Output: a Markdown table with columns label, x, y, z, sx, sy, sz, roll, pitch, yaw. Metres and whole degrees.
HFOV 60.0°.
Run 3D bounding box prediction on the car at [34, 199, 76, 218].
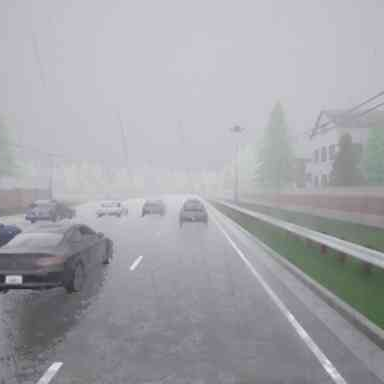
| label | x | y | z | sx | sy | sz | roll | pitch | yaw |
| --- | --- | --- | --- | --- | --- | --- | --- | --- | --- |
| car | -10.399 | 1.500 | 24.827 | 2.033 | 1.411 | 5.357 | 0 | 0 | 0 |

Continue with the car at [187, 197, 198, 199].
| label | x | y | z | sx | sy | sz | roll | pitch | yaw |
| --- | --- | --- | --- | --- | --- | --- | --- | --- | --- |
| car | 0.103 | 1.412 | 41.623 | 2.128 | 1.511 | 4.902 | 0 | 0 | 0 |

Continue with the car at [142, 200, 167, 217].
| label | x | y | z | sx | sy | sz | roll | pitch | yaw |
| --- | --- | --- | --- | --- | --- | --- | --- | --- | --- |
| car | -3.398 | 1.434 | 30.419 | 2.128 | 1.511 | 4.902 | 0 | 0 | 0 |

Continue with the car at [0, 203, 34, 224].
| label | x | y | z | sx | sy | sz | roll | pitch | yaw |
| --- | --- | --- | --- | --- | --- | --- | --- | --- | --- |
| car | -6.901 | 1.333 | 9.851 | 2.097 | 1.767 | 4.553 | 0 | 0 | 0 |

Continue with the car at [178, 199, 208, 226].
| label | x | y | z | sx | sy | sz | roll | pitch | yaw |
| --- | --- | --- | --- | --- | --- | --- | --- | --- | --- |
| car | 0.102 | 1.448 | 22.919 | 2.128 | 1.511 | 4.902 | 0 | 0 | 0 |

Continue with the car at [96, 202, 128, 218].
| label | x | y | z | sx | sy | sz | roll | pitch | yaw |
| --- | --- | --- | --- | --- | --- | --- | --- | --- | --- |
| car | -6.898 | 1.545 | 29.308 | 1.895 | 1.301 | 4.718 | 0 | 0 | 0 |

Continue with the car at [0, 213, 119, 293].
| label | x | y | z | sx | sy | sz | roll | pitch | yaw |
| --- | --- | --- | --- | --- | --- | --- | --- | --- | --- |
| car | -3.413 | 1.509 | 8.671 | 1.812 | 1.442 | 4.674 | 0 | 0 | 0 |
